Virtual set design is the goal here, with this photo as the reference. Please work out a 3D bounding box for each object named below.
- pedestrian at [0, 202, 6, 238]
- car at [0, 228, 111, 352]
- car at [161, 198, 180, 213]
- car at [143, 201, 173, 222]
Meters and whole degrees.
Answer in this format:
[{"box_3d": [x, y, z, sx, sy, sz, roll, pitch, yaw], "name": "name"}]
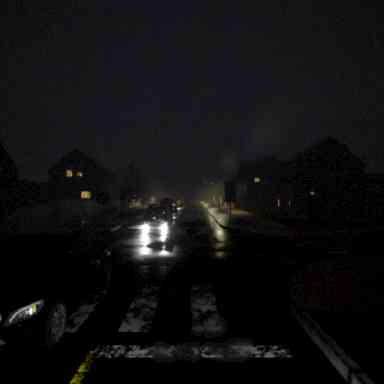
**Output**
[{"box_3d": [-9.811, 1.384, 16.822, 0.375, 1.860, 0.375, 0, -3, -1], "name": "pedestrian"}, {"box_3d": [-2.853, 1.498, 6.415, 1.812, 1.442, 4.674, 0, 1, 0], "name": "car"}, {"box_3d": [-2.840, 1.456, 38.914, 2.097, 1.767, 4.553, 0, -1, 0], "name": "car"}, {"box_3d": [-2.843, 1.659, 27.251, 1.895, 1.301, 4.718, 0, 0, 0], "name": "car"}]
